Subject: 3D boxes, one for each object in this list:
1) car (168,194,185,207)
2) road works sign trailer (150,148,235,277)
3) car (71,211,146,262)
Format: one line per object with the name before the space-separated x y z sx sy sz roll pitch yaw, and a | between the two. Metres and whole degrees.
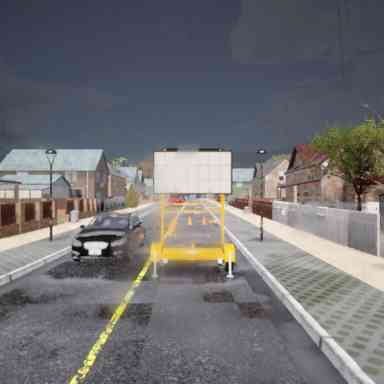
car | -2.784 1.348 55.441 2.150 2.045 5.566 0 0 0
road works sign trailer | 0.023 0.471 10.208 2.380 3.560 2.880 0 0 0
car | -2.837 1.500 12.188 2.128 1.511 4.902 0 0 0
